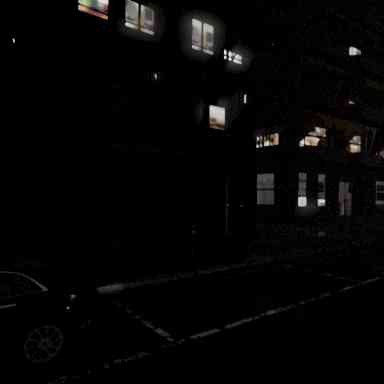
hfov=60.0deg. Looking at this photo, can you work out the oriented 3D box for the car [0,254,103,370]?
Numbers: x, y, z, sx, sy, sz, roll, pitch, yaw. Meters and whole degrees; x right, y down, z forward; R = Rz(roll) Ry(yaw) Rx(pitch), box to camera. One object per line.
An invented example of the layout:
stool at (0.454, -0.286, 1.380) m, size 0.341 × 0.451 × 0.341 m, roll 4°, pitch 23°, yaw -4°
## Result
car at (-3.354, 1.551, 4.118) m, size 4.403 × 1.369 × 2.008 m, roll 0°, pitch 1°, yaw -36°
